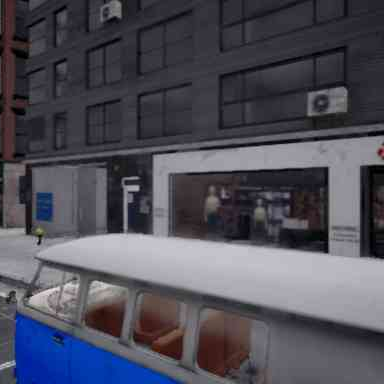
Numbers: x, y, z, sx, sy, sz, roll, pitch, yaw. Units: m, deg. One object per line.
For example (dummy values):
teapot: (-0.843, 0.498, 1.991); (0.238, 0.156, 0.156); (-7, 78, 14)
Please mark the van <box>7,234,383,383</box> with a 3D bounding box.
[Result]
van: (0.129, 1.340, 2.718); (3.998, 1.788, 1.690); (0, 0, 35)
